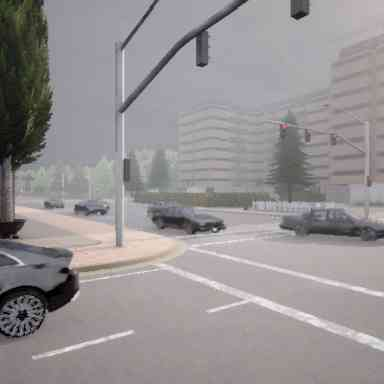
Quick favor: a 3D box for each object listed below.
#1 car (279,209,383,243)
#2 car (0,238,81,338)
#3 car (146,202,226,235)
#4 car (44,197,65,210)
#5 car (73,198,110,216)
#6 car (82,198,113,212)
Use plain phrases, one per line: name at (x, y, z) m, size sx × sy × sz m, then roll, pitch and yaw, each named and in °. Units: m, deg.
car at (7.069, 1.547, 16.428) m, size 5.357 × 1.411 × 2.033 m, roll 0°, pitch 0°, yaw 39°
car at (-4.259, 1.491, 5.052) m, size 4.902 × 1.511 × 2.128 m, roll 0°, pitch 0°, yaw -34°
car at (-0.396, 1.547, 19.183) m, size 2.033 × 1.411 × 5.357 m, roll 0°, pitch 0°, yaw -36°
car at (-18.141, 1.503, 43.774) m, size 1.837 × 1.490 × 4.892 m, roll 0°, pitch 0°, yaw -36°
car at (-9.999, 1.547, 32.447) m, size 2.033 × 1.411 × 5.357 m, roll 0°, pitch 0°, yaw -36°
car at (-11.654, 1.492, 40.737) m, size 2.128 × 1.511 × 4.902 m, roll 0°, pitch 0°, yaw -36°
